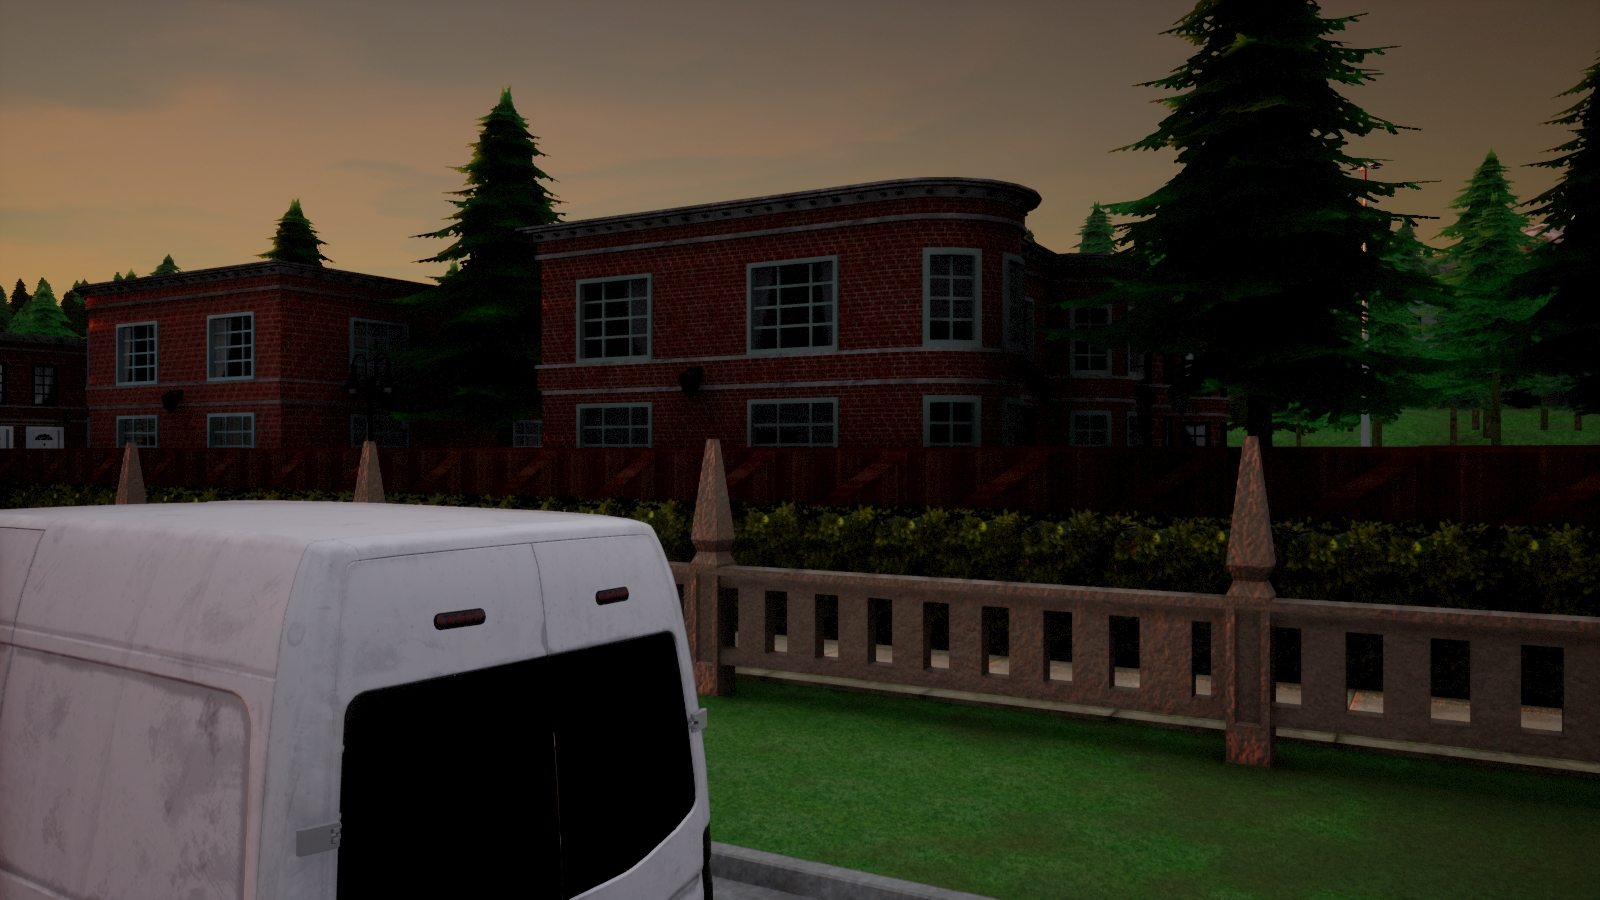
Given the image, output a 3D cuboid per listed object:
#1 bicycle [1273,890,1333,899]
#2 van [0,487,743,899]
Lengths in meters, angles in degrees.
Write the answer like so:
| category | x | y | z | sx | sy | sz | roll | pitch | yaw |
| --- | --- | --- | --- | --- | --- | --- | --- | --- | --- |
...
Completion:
| category | x | y | z | sx | sy | sz | roll | pitch | yaw |
| --- | --- | --- | --- | --- | --- | --- | --- | --- | --- |
| bicycle | 2.143 | 2.060 | 2.830 | 1.835 | 1.471 | 0.329 | 0 | 0 | 30 |
| van | -3.240 | 1.534 | 5.467 | 5.915 | 2.561 | 1.988 | 0 | 0 | 34 |
